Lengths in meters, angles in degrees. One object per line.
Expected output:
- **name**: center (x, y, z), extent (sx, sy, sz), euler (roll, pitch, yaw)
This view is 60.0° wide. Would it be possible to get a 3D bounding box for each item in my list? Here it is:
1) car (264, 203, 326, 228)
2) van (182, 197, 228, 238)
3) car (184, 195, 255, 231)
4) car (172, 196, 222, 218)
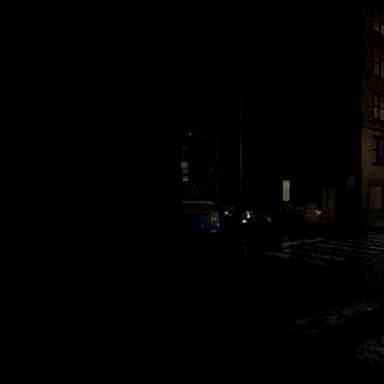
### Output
- **car**: center (6.769, 1.425, 22.388), extent (1.967, 1.590, 4.097), euler (0, 0, -35)
- **van**: center (-0.201, 1.341, 17.478), extent (1.690, 1.788, 3.998), euler (0, 0, -35)
- **car**: center (1.308, 1.216, 20.166), extent (2.150, 2.045, 5.566), euler (0, 0, -33)
- **car**: center (0.354, 1.293, 31.533), extent (2.192, 1.841, 5.009), euler (0, 0, -35)
